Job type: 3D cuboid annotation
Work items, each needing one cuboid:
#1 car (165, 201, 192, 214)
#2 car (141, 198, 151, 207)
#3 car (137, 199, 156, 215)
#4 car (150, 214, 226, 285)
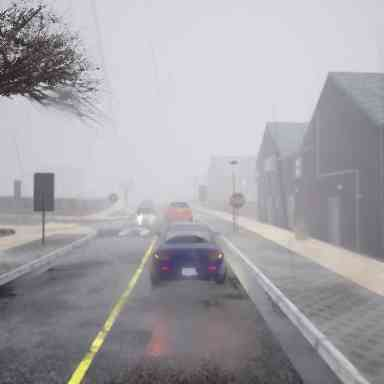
[{"bbox_3d":[-1.155,1.538,27.795,2.097,1.767,4.553,0,0,-4],"label":"car"},{"bbox_3d":[-8.599,1.928,62.042,1.812,1.442,4.674,0,-1,-10],"label":"car"},{"bbox_3d":[-4.995,1.807,36.795,1.994,1.385,4.181,0,0,-6],"label":"car"},{"bbox_3d":[-0.134,1.590,9.547,1.812,1.442,4.674,0,0,-2],"label":"car"}]
